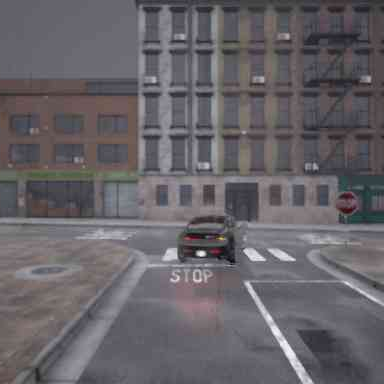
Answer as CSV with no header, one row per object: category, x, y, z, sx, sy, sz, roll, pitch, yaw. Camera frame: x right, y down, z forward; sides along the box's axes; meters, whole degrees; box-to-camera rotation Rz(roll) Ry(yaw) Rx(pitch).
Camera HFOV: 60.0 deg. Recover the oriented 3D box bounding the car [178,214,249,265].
car,0.865,1.571,12.106,1.837,1.490,4.892,-1,0,14
